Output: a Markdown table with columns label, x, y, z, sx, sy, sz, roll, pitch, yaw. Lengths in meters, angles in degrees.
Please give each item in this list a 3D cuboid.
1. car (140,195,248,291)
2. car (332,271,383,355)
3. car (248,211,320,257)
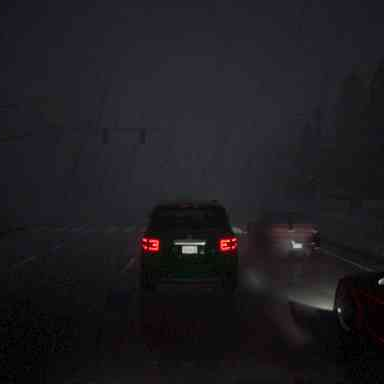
| label | x | y | z | sx | sy | sz | roll | pitch | yaw |
| --- | --- | --- | --- | --- | --- | --- | --- | --- | --- |
| car | -0.098 | 1.221 | 9.194 | 2.150 | 2.045 | 5.566 | 0 | 0 | -1 |
| car | 3.425 | 1.564 | 4.043 | 1.994 | 1.385 | 4.181 | 0 | 0 | -1 |
| car | 3.336 | 1.492 | 12.951 | 2.128 | 1.511 | 4.902 | 0 | 0 | 0 |
